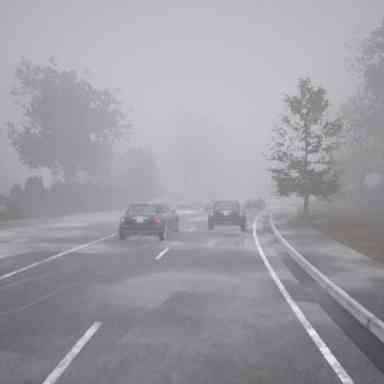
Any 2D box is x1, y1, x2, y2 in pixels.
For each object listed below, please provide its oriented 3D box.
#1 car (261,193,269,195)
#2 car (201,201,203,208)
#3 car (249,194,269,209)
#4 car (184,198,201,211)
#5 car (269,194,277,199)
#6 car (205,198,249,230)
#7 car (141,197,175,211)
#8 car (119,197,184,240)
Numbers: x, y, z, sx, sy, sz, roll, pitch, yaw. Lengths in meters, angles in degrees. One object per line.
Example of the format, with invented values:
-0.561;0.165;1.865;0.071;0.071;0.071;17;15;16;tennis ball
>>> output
16.486;0.965;76.265;2.033;1.411;5.357;-2;-1;37;car
2.764;1.349;36.079;1.994;1.385;4.181;-1;0;18;car
7.446;1.297;38.952;1.895;1.301;4.718;-1;0;20;car
-0.219;1.376;38.939;2.033;1.411;5.357;-1;0;20;car
19.813;0.664;74.843;1.812;1.442;4.674;-2;-1;37;car
2.250;1.212;20.359;2.097;1.767;4.553;0;0;10;car
-3.856;1.376;38.963;2.128;1.511;4.902;-1;0;19;car
-1.958;1.262;16.511;2.097;1.767;4.553;0;0;8;car
